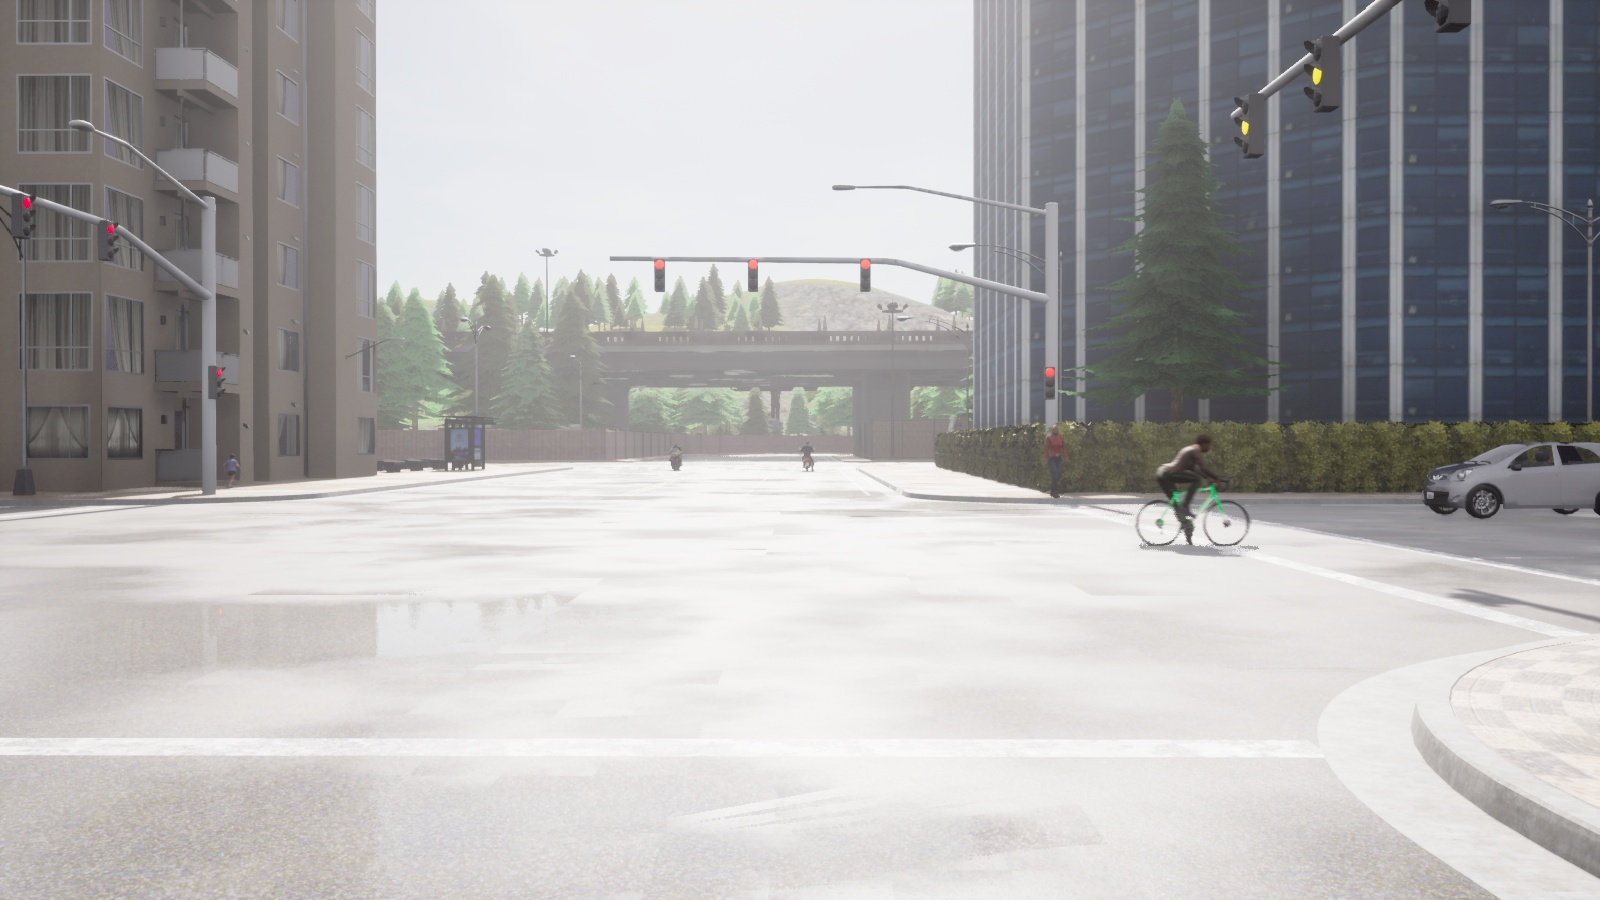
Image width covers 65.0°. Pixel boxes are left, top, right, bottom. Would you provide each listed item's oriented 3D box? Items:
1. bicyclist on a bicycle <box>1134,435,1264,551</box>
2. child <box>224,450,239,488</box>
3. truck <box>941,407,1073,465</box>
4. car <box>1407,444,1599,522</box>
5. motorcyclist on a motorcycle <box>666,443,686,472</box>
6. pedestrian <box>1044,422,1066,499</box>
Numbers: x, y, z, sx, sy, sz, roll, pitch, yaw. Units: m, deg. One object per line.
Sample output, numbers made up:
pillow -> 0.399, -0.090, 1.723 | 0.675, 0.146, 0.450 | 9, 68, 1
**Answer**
bicyclist on a bicycle -> 5.692, 0.603, 17.957 | 1.656, 1.620, 0.582 | 0, 0, 0
child -> -16.872, 0.561, 37.266 | 0.255, 1.110, 0.394 | 0, 0, 7
truck -> 14.019, -0.945, 85.445 | 8.468, 3.827, 2.891 | 0, 0, 0
car -> 14.359, 0.631, 24.997 | 3.633, 1.501, 1.845 | 0, 0, 0
motorcyclist on a motorcycle -> -6.648, 0.396, 67.295 | 0.866, 1.530, 2.191 | 0, 0, 0
pedestrian -> 6.195, 0.245, 30.497 | 0.331, 1.846, 0.636 | 0, 0, -7
